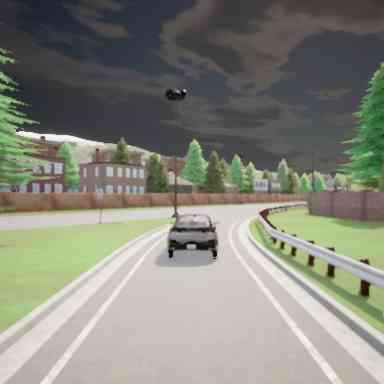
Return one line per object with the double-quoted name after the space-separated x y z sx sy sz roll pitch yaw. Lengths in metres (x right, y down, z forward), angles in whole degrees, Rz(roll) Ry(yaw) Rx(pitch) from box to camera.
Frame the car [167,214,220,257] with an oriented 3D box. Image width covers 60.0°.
0.113 1.638 13.542 2.128 1.511 4.902 0 0 3 "car"
